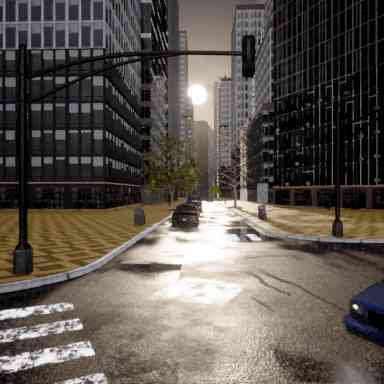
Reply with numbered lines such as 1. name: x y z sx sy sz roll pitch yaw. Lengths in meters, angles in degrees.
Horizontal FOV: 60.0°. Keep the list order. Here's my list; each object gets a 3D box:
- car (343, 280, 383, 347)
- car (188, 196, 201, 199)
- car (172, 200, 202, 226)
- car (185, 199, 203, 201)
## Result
1. car: 4.920 1.555 5.327 5.357 1.411 2.033 0 0 -27
2. car: 0.311 1.554 46.281 2.150 2.045 5.566 0 0 2
3. car: -0.433 1.653 25.415 1.882 1.535 5.008 0 0 2
4. car: -0.068 1.777 35.628 1.812 1.442 4.674 0 0 2
